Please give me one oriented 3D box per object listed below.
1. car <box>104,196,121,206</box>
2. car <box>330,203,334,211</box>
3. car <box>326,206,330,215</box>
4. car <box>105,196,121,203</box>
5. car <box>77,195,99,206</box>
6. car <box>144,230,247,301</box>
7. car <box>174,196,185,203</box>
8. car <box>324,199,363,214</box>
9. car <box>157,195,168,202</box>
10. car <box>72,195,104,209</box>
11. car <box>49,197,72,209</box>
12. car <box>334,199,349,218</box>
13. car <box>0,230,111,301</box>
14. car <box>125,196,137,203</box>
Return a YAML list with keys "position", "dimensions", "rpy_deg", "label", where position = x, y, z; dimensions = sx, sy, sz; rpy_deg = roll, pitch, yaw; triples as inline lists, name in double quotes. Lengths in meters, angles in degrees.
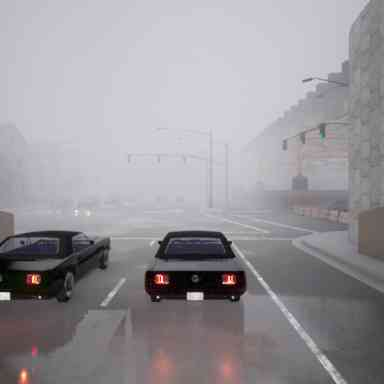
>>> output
- position: [-13.552, 1.545, 56.500]
  dimensions: [2.033, 1.411, 5.357]
  rpy_deg: [0, 0, 2]
  label: "car"
- position: [13.943, 1.452, 26.156]
  dimensions: [2.038, 1.542, 4.974]
  rpy_deg: [0, 0, -35]
  label: "car"
- position: [14.050, 1.452, 30.763]
  dimensions: [4.974, 1.542, 2.038]
  rpy_deg: [0, 0, -45]
  label: "car"
- position: [-16.622, 1.539, 70.305]
  dimensions: [2.033, 1.411, 5.357]
  rpy_deg: [0, 0, 1]
  label: "car"
- position: [-17.090, 1.351, 55.098]
  dimensions: [2.097, 1.767, 4.553]
  rpy_deg: [0, 0, 2]
  label: "car"
- position: [0.077, 1.601, 8.238]
  dimensions: [1.895, 1.301, 4.718]
  rpy_deg: [0, 0, 0]
  label: "car"
- position: [-2.643, 1.563, 69.309]
  dimensions: [1.994, 1.385, 4.181]
  rpy_deg: [0, 0, 1]
  label: "car"
- position: [14.086, 1.294, 30.799]
  dimensions: [4.536, 1.218, 1.853]
  rpy_deg: [0, 0, -45]
  label: "car"
- position: [-6.142, 1.366, 69.397]
  dimensions: [1.994, 1.385, 4.181]
  rpy_deg: [0, 0, 1]
  label: "car"
- position: [-13.864, 1.477, 44.707]
  dimensions: [1.882, 1.535, 5.008]
  rpy_deg: [0, 0, 2]
  label: "car"
- position: [-17.370, 1.491, 44.504]
  dimensions: [2.128, 1.511, 4.902]
  rpy_deg: [0, 0, 2]
  label: "car"
- position: [13.973, 1.295, 26.113]
  dimensions: [1.853, 1.218, 4.536]
  rpy_deg: [0, 0, -35]
  label: "car"
- position: [-3.423, 1.601, 8.247]
  dimensions: [1.895, 1.301, 4.718]
  rpy_deg: [0, 0, 0]
  label: "car"
- position: [-13.093, 1.594, 71.412]
  dimensions: [1.895, 1.301, 4.718]
  rpy_deg: [0, 0, 1]
  label: "car"
